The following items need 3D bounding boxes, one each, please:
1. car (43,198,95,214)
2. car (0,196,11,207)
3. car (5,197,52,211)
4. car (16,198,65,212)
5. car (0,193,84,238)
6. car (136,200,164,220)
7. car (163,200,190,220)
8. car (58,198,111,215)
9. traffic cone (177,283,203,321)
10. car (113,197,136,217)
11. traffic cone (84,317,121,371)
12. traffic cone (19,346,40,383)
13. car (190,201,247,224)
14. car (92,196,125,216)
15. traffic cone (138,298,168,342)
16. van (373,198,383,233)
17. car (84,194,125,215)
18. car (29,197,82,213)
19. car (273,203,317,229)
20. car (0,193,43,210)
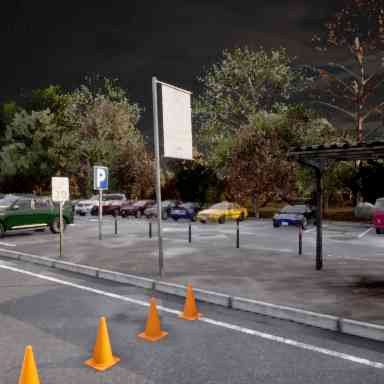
[{"bbox_3d":[-13.418,1.455,36.488,2.097,1.535,5.008,0,0,35],"label":"car"},{"bbox_3d":[-29.204,1.333,47.824,1.946,1.575,5.366,1,0,35],"label":"car"},{"bbox_3d":[-20.214,1.452,41.309,2.163,1.488,4.792,0,0,35],"label":"car"},{"bbox_3d":[-17.971,1.469,39.660,2.163,1.488,4.792,0,0,35],"label":"car"},{"bbox_3d":[-8.890,1.221,17.285,2.435,2.045,5.566,0,0,35],"label":"car"},{"bbox_3d":[-2.058,1.473,28.512,2.231,1.521,4.892,0,0,35],"label":"car"},{"bbox_3d":[0.225,1.504,26.935,2.163,1.488,4.792,0,0,35],"label":"car"},{"bbox_3d":[-11.146,1.461,34.889,2.231,1.521,4.892,0,0,35],"label":"car"},{"bbox_3d":[-0.032,1.957,6.030,0.340,0.580,0.340,0,0,36],"label":"traffic cone"},{"bbox_3d":[-4.329,1.469,30.108,2.097,1.535,5.008,0,0,35],"label":"car"},{"bbox_3d":[-1.182,1.957,4.398,0.340,0.580,0.340,0,0,35],"label":"traffic cone"},{"bbox_3d":[-1.758,1.957,3.582,0.340,0.580,0.340,0,0,35],"label":"traffic cone"},{"bbox_3d":[2.372,1.475,25.162,1.946,1.575,5.366,0,0,35],"label":"car"},{"bbox_3d":[-6.600,1.466,31.705,2.097,1.535,5.008,0,0,35],"label":"car"},{"bbox_3d":[-0.607,1.957,5.214,0.340,0.580,0.340,0,0,35],"label":"traffic cone"},{"bbox_3d":[11.627,1.264,19.023,1.878,1.987,4.442,0,0,35],"label":"van"},{"bbox_3d":[-8.889,1.212,33.274,2.435,2.045,5.566,0,0,35],"label":"car"},{"bbox_3d":[-15.580,1.444,38.240,1.946,1.575,5.366,0,0,35],"label":"car"},{"bbox_3d":[7.003,1.513,22.097,2.163,1.488,4.792,0,0,35],"label":"car"},{"bbox_3d":[-22.515,1.153,42.857,2.435,2.045,5.566,0,0,35],"label":"car"}]
